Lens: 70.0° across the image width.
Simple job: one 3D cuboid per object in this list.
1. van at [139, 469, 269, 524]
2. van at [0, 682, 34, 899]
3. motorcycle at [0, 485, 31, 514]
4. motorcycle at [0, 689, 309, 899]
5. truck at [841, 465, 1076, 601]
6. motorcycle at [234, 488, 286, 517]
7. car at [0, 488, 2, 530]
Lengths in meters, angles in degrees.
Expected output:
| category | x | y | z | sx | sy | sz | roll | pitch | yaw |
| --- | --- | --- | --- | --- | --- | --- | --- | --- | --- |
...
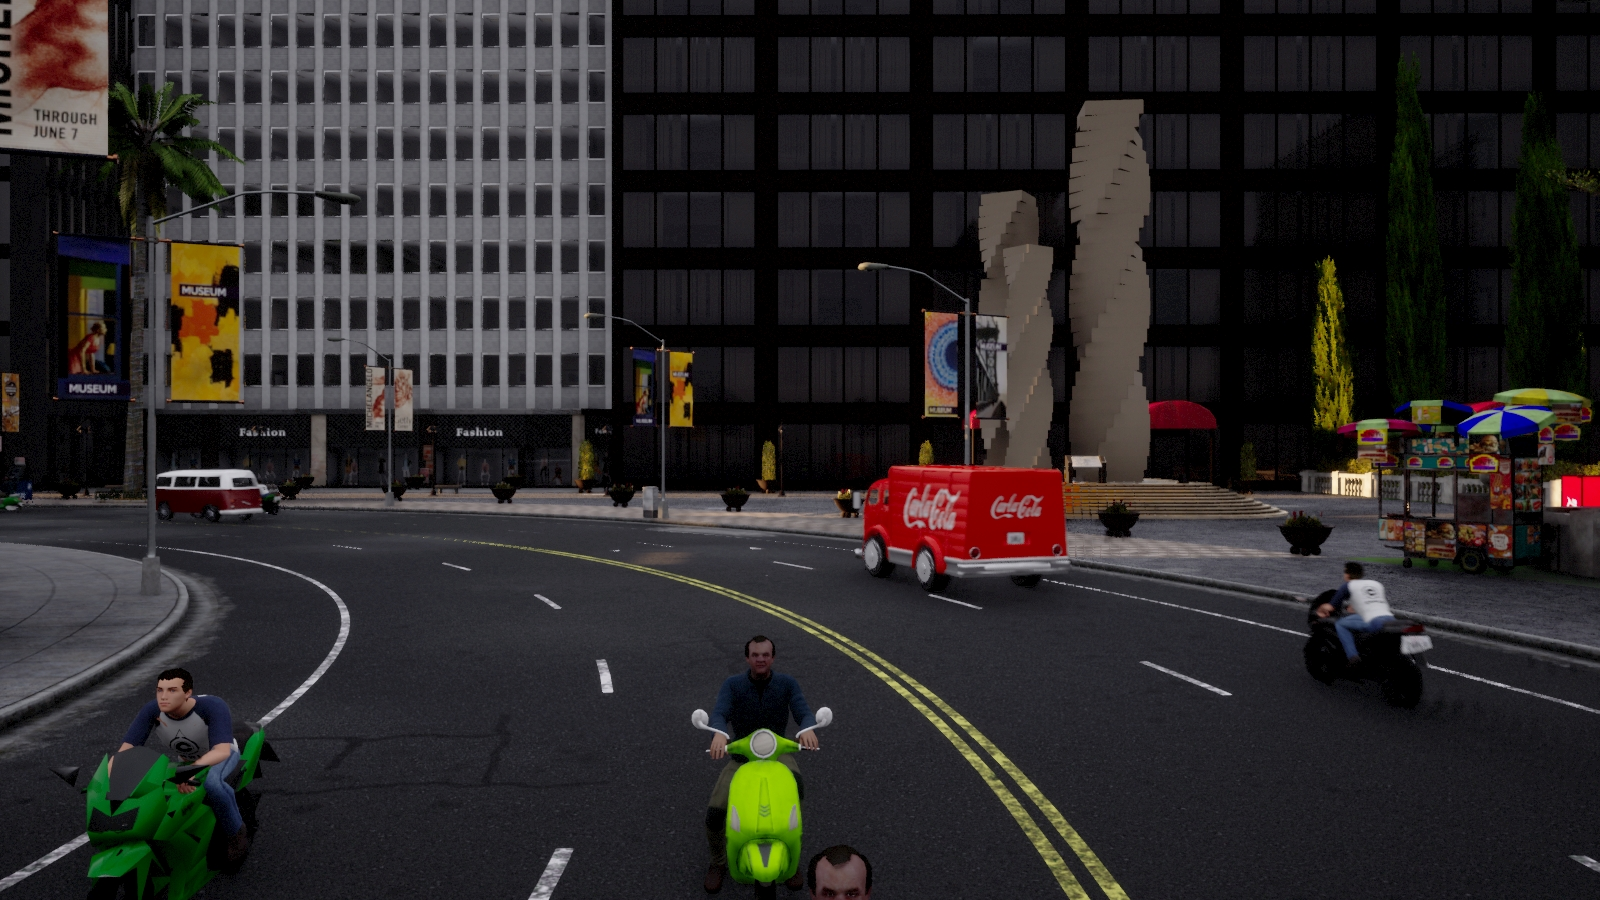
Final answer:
| category | x | y | z | sx | sy | sz | roll | pitch | yaw |
| --- | --- | --- | --- | --- | --- | --- | --- | --- | --- |
| van | -23.399 | 1.783 | 44.898 | 4.480 | 2.038 | 2.069 | 0 | 0 | 21 |
| van | -3.531 | 1.783 | 1.506 | 2.069 | 2.038 | 4.480 | 0 | 0 | -1 |
| motorcycle | -35.400 | 2.182 | 50.831 | 1.805 | 1.236 | 0.856 | 0 | 1 | 5 |
| motorcycle | -3.697 | 2.213 | 6.785 | 0.803 | 1.145 | 2.033 | 0 | 0 | -4 |
| truck | 3.135 | 1.567 | 24.012 | 2.627 | 2.467 | 5.204 | 0 | 0 | -22 |
| motorcycle | -22.883 | 2.213 | 48.387 | 2.033 | 1.145 | 0.803 | 0 | 0 | 21 |
| car | -30.227 | 2.064 | 39.752 | 3.806 | 1.475 | 1.970 | 0 | 0 | 11 |
